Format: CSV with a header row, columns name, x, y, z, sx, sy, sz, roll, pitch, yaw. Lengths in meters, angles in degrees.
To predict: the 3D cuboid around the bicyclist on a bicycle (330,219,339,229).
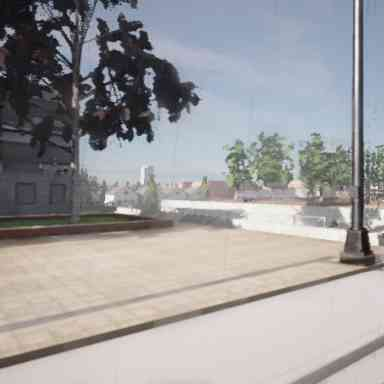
name,x,y,z,sx,sy,sz,roll,pitch,yaw
bicyclist on a bicycle,15.058,3.694,35.059,1.656,1.620,0.582,0,-8,-34
